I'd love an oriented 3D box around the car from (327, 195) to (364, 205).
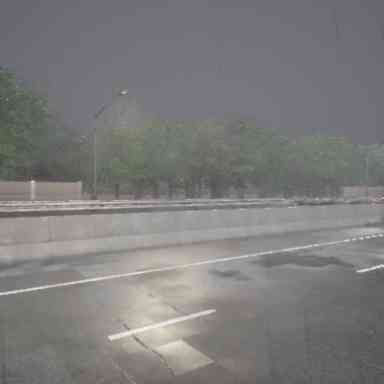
[{"bbox_3d":[17.925,1.149,38.146,4.892,1.490,1.837,0,0,-35],"label":"car"}]
